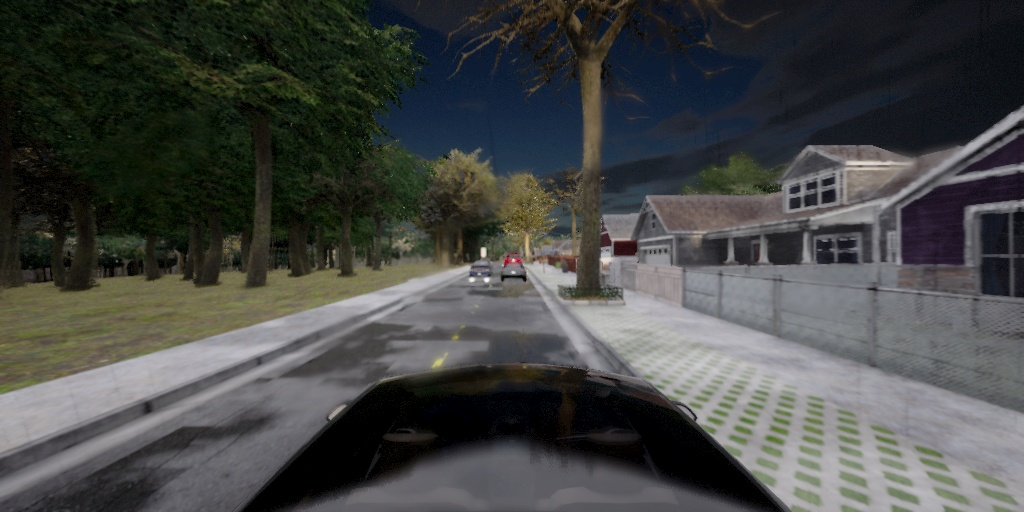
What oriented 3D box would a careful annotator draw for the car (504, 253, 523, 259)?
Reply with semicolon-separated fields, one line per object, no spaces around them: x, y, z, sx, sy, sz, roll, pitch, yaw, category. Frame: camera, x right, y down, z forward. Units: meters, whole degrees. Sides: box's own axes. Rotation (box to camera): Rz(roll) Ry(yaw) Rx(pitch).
0.154;0.681;44.827;2.150;2.045;5.566;0;0;0;car

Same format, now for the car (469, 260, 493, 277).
-2.703;1.092;32.605;2.033;1.411;5.357;0;0;0;car

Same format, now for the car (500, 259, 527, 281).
0.117;1.150;28.062;1.994;1.385;4.181;0;1;0;car
